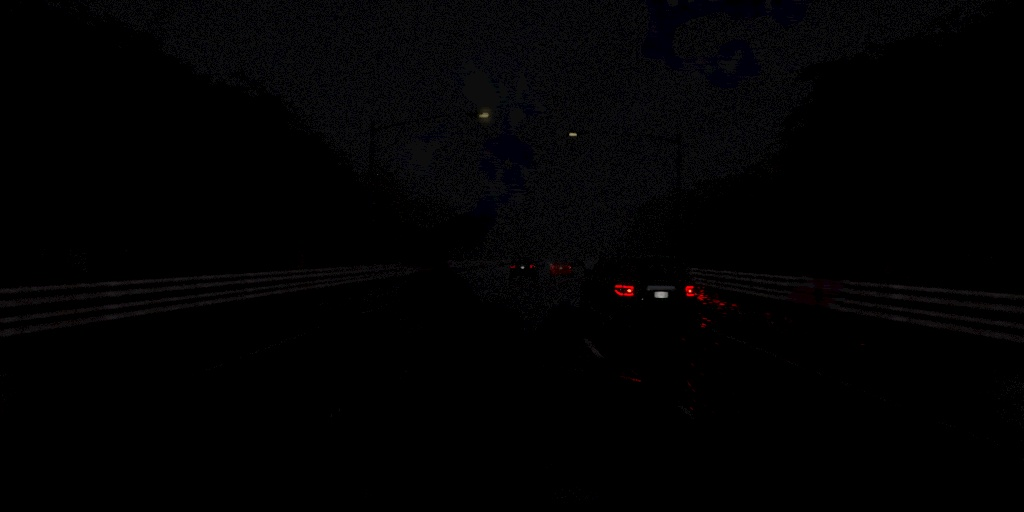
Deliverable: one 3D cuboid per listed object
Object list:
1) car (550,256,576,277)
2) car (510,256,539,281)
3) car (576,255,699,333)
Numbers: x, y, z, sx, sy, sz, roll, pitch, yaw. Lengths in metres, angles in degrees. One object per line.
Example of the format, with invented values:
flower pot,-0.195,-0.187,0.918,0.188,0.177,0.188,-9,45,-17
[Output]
car,4.951,1.159,36.388,2.097,1.767,4.553,0,0,5
car,1.018,1.000,30.898,2.150,2.045,5.566,0,0,4
car,3.566,0.999,11.048,2.150,2.045,5.566,0,0,2
